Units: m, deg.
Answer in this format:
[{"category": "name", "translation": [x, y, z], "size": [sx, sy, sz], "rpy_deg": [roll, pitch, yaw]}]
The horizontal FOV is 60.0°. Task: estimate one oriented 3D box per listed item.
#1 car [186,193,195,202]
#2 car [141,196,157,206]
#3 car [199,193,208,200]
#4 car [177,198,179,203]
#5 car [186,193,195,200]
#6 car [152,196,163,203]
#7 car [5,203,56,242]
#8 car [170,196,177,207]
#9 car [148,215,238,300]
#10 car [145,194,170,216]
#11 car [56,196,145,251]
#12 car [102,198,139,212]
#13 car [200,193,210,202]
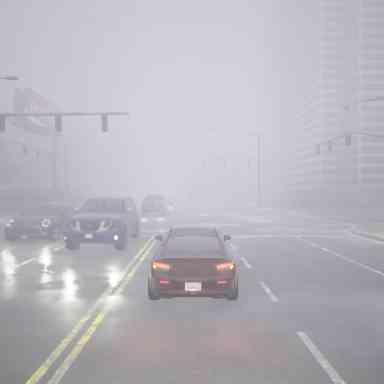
[{"category": "car", "translation": [-0.353, 1.584, 78.413], "size": [1.895, 1.301, 4.718], "rpy_deg": [0, 0, 0]}, {"category": "car", "translation": [-7.342, 1.490, 57.284], "size": [2.128, 1.511, 4.902], "rpy_deg": [0, 0, 0]}, {"category": "car", "translation": [3.102, 1.184, 88.334], "size": [2.097, 1.767, 4.553], "rpy_deg": [0, 0, 0]}, {"category": "car", "translation": [-3.814, 1.525, 68.270], "size": [1.812, 1.442, 4.674], "rpy_deg": [0, 0, 0]}, {"category": "car", "translation": [-0.398, 1.184, 88.318], "size": [2.097, 1.767, 4.553], "rpy_deg": [0, 0, 0]}, {"category": "car", "translation": [-7.317, 1.595, 70.733], "size": [1.895, 1.301, 4.718], "rpy_deg": [0, 0, 0]}, {"category": "car", "translation": [-7.168, 1.353, 16.419], "size": [2.097, 1.767, 4.553], "rpy_deg": [0, 0, 0]}, {"category": "car", "translation": [-3.823, 1.563, 51.366], "size": [1.994, 1.385, 4.181], "rpy_deg": [0, 0, 0]}, {"category": "car", "translation": [0.028, 1.526, 8.237], "size": [1.812, 1.442, 4.674], "rpy_deg": [0, 0, 0]}, {"category": "car", "translation": [-3.745, 1.217, 33.330], "size": [2.150, 2.045, 5.566], "rpy_deg": [0, 1, 0]}, {"category": "car", "translation": [-3.658, 1.223, 14.537], "size": [2.150, 2.045, 5.566], "rpy_deg": [0, 0, 0]}, {"category": "car", "translation": [-8.395, 1.491, 39.488], "size": [2.128, 1.511, 4.902], "rpy_deg": [0, 0, 17]}, {"category": "car", "translation": [3.149, 1.515, 78.046], "size": [2.128, 1.511, 4.902], "rpy_deg": [0, 0, 0]}]
